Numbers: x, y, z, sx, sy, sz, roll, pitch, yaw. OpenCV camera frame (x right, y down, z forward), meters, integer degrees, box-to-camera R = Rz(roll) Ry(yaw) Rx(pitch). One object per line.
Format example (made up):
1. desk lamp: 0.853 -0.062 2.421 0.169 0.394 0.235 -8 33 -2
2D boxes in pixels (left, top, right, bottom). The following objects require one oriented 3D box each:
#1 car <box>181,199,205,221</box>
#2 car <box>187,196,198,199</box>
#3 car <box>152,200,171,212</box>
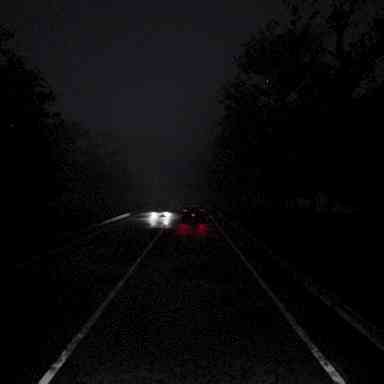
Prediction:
1. car: 0.084 1.548 27.296 1.812 1.442 4.674 0 0 0
2. car: 0.079 1.362 44.202 2.097 1.767 4.553 0 0 0
3. car: -3.606 1.620 39.519 1.895 1.301 4.718 0 0 0
